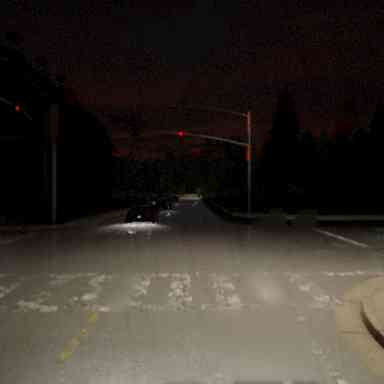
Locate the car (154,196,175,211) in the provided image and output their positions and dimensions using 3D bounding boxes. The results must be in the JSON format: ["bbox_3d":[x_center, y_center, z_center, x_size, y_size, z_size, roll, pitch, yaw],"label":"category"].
[{"bbox_3d":[-3.524,1.274,40.207,2.097,1.767,4.553,0,0,0],"label":"car"}]

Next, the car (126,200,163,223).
[{"bbox_3d":[-3.586,1.516,24.712,1.994,1.385,4.181,0,0,1],"label":"car"}]

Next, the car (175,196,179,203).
[{"bbox_3d":[-3.404,1.424,64.097,2.033,1.411,5.357,0,0,1],"label":"car"}]
